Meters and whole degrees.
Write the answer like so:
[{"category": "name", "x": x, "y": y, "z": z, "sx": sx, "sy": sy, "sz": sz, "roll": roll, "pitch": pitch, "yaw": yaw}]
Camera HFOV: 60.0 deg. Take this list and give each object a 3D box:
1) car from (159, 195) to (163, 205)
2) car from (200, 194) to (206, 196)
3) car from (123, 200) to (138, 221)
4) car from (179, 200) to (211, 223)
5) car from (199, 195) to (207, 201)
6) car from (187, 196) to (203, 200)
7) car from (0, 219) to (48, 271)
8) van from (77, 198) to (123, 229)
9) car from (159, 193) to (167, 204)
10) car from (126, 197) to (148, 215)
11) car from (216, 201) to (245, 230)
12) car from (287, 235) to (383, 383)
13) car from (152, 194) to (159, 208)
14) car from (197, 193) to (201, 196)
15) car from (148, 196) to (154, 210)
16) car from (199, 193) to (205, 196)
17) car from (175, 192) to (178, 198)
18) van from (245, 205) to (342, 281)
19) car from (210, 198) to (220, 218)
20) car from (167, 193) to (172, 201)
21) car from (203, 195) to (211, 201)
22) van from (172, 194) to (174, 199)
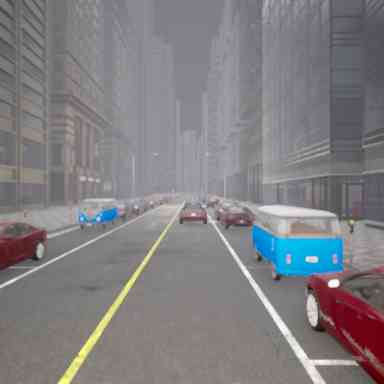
[{"category": "car", "x": -5.769, "y": 1.459, "z": 48.730, "sx": 1.947, "sy": 1.339, "sz": 4.313, "roll": 0, "pitch": 0, "yaw": 0}, {"category": "car", "x": 2.754, "y": 1.435, "z": 59.948, "sx": 1.947, "sy": 1.339, "sz": 4.313, "roll": 0, "pitch": 0, "yaw": 0}, {"category": "car", "x": -5.765, "y": 1.524, "z": 26.323, "sx": 1.802, "sy": 1.307, "sz": 4.206, "roll": 0, "pitch": 0, "yaw": 0}, {"category": "car", "x": 0.096, "y": 1.509, "z": 24.763, "sx": 1.994, "sy": 1.385, "sz": 4.181, "roll": 0, "pitch": 0, "yaw": 0}, {"category": "car", "x": 2.750, "y": 1.412, "z": 82.355, "sx": 1.802, "sy": 1.307, "sz": 4.206, "roll": 0, "pitch": 0, "yaw": 0}, {"category": "car", "x": 0.092, "y": 1.507, "z": 42.412, "sx": 1.895, "sy": 1.301, "sz": 4.718, "roll": 0, "pitch": 0, "yaw": 0}, {"category": "car", "x": -5.761, "y": 1.523, "z": 9.518, "sx": 1.887, "sy": 1.381, "sz": 4.507, "roll": 0, "pitch": 0, "yaw": 0}, {"category": "van", "x": -5.763, "y": 1.295, "z": 20.721, "sx": 1.690, "sy": 1.788, "sz": 3.998, "roll": 0, "pitch": 0, "yaw": 0}, {"category": "car", "x": -5.769, "y": 1.196, "z": 54.331, "sx": 2.192, "sy": 1.841, "sz": 5.009, "roll": 0, "pitch": 0, "yaw": 0}, {"category": "car", "x": -5.765, "y": 1.370, "z": 31.925, "sx": 1.967, "sy": 1.590, "sz": 4.097, "roll": 0, "pitch": 0, "yaw": 0}, {"category": "car", "x": 2.762, "y": 1.499, "z": 20.733, "sx": 1.887, "sy": 1.381, "sz": 4.507, "roll": 0, "pitch": 0, "yaw": 0}, {"category": "car", "x": 2.765, "y": 1.536, "z": 3.926, "sx": 1.887, "sy": 1.381, "sz": 4.507, "roll": 0, "pitch": 0, "yaw": 0}, {"category": "car", "x": -5.767, "y": 1.345, "z": 43.128, "sx": 1.967, "sy": 1.590, "sz": 4.097, "roll": 0, "pitch": 0, "yaw": 0}, {"category": "car", "x": 2.752, "y": 1.399, "z": 71.151, "sx": 2.008, "sy": 1.369, "sz": 4.403, "roll": 0, "pitch": 0, "yaw": 0}, {"category": "car", "x": -5.767, "y": 1.483, "z": 37.526, "sx": 1.947, "sy": 1.339, "sz": 4.313, "roll": 0, "pitch": 0, "yaw": 0}, {"category": "car", "x": 2.753, "y": 1.425, "z": 65.550, "sx": 1.947, "sy": 1.339, "sz": 4.313, "roll": 0, "pitch": 0, "yaw": 0}, {"category": "car", "x": -5.777, "y": 1.253, "z": 93.544, "sx": 1.967, "sy": 1.590, "sz": 4.097, "roll": 0, "pitch": 0, "yaw": 0}, {"category": "van", "x": 2.765, "y": 1.320, "z": 9.527, "sx": 1.690, "sy": 1.788, "sz": 3.998, "roll": 0, "pitch": 0, "yaw": 0}, {"category": "car", "x": 2.761, "y": 1.382, "z": 26.334, "sx": 1.967, "sy": 1.590, "sz": 4.097, "roll": 0, "pitch": 0, "yaw": 0}, {"category": "car", "x": -5.771, "y": 1.174, "z": 65.535, "sx": 2.192, "sy": 1.841, "sz": 5.009, "roll": 0, "pitch": 0, "yaw": 0}, {"category": "car", "x": 2.758, "y": 1.450, "z": 43.141, "sx": 1.887, "sy": 1.381, "sz": 4.507, "roll": 0, "pitch": 0, "yaw": 0}, {"category": "van", "x": -5.774, "y": 1.180, "z": 76.738, "sx": 1.690, "sy": 1.788, "sz": 3.998, "roll": 0, "pitch": 0, "yaw": 0}]
